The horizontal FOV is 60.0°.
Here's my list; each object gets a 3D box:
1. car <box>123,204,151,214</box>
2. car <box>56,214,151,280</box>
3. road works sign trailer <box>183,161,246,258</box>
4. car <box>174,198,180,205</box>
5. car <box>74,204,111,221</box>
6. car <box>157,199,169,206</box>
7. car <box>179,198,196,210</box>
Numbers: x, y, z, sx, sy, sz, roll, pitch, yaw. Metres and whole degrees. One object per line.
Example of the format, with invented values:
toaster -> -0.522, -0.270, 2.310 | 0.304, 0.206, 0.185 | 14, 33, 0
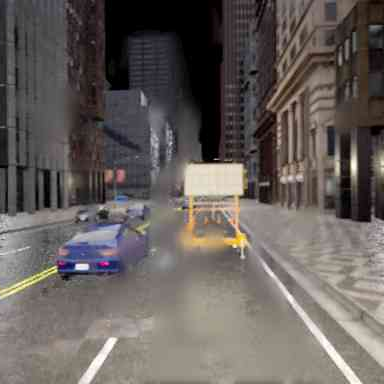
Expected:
car -> -4.885, 1.819, 30.147 | 1.812, 1.442, 4.674 | -1, 0, 3
car -> -2.502, 1.644, 10.255 | 1.812, 1.442, 4.674 | -1, -1, 3
road works sign trailer -> 0.873, 0.581, 13.336 | 2.380, 3.560, 2.880 | -1, 0, 3
car -> -2.621, 2.062, 71.080 | 1.812, 1.442, 4.674 | -1, 0, 3
car -> -8.265, 1.799, 28.019 | 2.128, 1.511, 4.902 | -1, 0, 3
car -> -5.984, 2.101, 69.043 | 2.033, 1.411, 5.357 | -1, 0, 3
car -> -0.429, 1.952, 49.271 | 1.994, 1.385, 4.181 | -1, 0, 3
